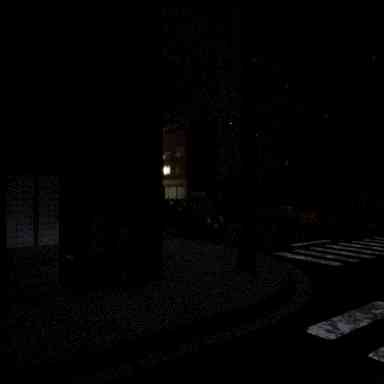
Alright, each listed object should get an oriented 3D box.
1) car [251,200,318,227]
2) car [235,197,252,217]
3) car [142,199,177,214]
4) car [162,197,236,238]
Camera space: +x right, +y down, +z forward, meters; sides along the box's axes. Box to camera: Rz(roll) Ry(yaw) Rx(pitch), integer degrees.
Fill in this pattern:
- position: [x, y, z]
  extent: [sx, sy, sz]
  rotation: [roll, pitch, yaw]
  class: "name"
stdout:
- position: [6.162, 1.529, 22.694]
  extent: [1.752, 1.417, 4.829]
  rotation: [0, 0, -35]
  class: "car"
- position: [2.971, 1.312, 27.184]
  extent: [2.192, 1.841, 5.009]
  rotation: [0, 0, -35]
  class: "car"
- position: [-3.611, 1.529, 36.441]
  extent: [1.887, 1.381, 4.507]
  rotation: [0, 0, -35]
  class: "car"
- position: [-0.284, 1.284, 17.912]
  extent: [2.192, 1.841, 5.009]
  rotation: [0, 0, -35]
  class: "car"
